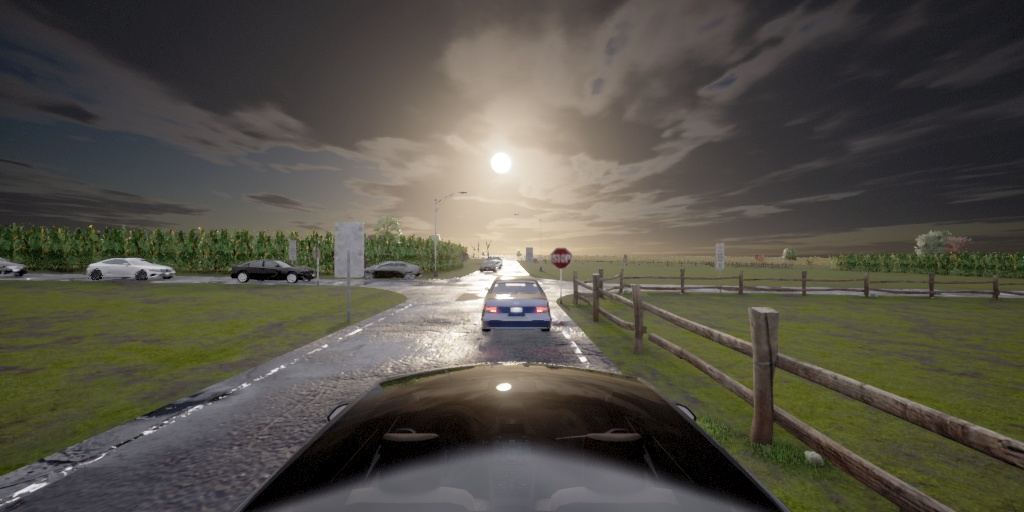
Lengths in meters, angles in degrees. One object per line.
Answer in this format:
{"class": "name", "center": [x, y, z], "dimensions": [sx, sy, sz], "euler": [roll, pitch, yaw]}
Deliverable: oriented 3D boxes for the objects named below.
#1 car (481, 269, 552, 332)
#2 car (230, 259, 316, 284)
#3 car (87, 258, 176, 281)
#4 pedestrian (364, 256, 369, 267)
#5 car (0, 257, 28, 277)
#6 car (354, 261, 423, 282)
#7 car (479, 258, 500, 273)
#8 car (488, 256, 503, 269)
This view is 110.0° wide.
{"class": "car", "center": [0.101, 1.299, 10.845], "dimensions": [2.033, 1.411, 5.357], "euler": [0, 0, 0]}
{"class": "car", "center": [-15.602, 0.966, 23.614], "dimensions": [5.008, 1.535, 1.882], "euler": [1, -1, -1]}
{"class": "car", "center": [-24.973, 0.847, 23.555], "dimensions": [4.674, 1.442, 1.812], "euler": [1, -1, 0]}
{"class": "pedestrian", "center": [-12.163, 0.890, 29.567], "dimensions": [0.375, 1.860, 0.375], "euler": [0, -2, 0]}
{"class": "car", "center": [-34.988, 0.636, 23.536], "dimensions": [4.902, 1.511, 2.128], "euler": [1, -1, 0]}
{"class": "car", "center": [-9.243, 1.123, 27.004], "dimensions": [4.902, 1.511, 2.128], "euler": [1, 0, -21]}
{"class": "car", "center": [-2.832, 1.262, 43.403], "dimensions": [1.837, 1.490, 4.892], "euler": [0, 0, 0]}
{"class": "car", "center": [-2.818, 0.980, 56.363], "dimensions": [2.150, 2.045, 5.566], "euler": [0, 0, 0]}
